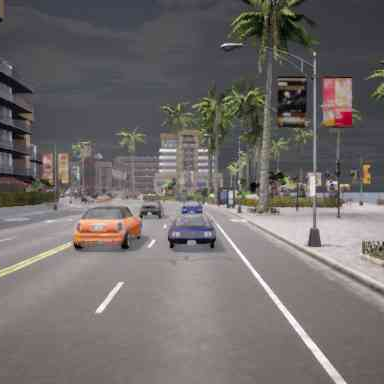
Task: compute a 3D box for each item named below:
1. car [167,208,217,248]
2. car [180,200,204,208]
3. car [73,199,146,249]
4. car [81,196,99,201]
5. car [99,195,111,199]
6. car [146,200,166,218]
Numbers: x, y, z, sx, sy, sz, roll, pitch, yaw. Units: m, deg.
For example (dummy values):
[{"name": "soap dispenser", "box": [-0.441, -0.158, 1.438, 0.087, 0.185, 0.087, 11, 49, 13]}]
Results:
[{"name": "car", "box": [0.000, 1.616, 14.680, 1.895, 1.301, 4.718, 0, 0, 0]}, {"name": "car", "box": [0.000, 1.485, 29.650, 1.882, 1.535, 5.008, 0, 0, 0]}, {"name": "car", "box": [-3.500, 1.366, 14.620, 2.097, 1.767, 4.553, 0, 0, 0]}, {"name": "car", "box": [-21.223, 1.504, 67.651, 2.128, 1.511, 4.902, 0, 0, -32]}, {"name": "car", "box": [-18.448, 1.326, 69.792, 2.097, 1.767, 4.553, 0, 0, -32]}, {"name": "car", "box": [-3.500, 1.516, 29.650, 1.837, 1.490, 4.892, 0, 0, 0]}]
